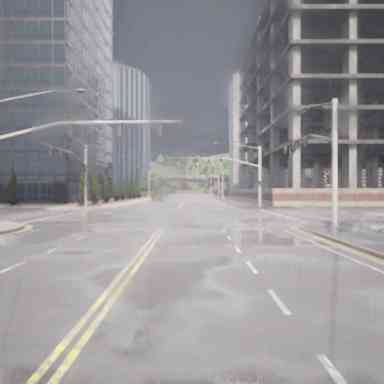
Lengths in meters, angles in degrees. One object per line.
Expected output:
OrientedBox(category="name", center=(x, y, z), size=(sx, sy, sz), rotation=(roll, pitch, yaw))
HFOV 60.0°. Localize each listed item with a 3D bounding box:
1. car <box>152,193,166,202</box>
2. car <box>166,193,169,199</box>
OrientedBox(category="car", center=(-7.010, 1.206, 67.463), size=(2.128, 1.511, 4.902), rotation=(0, 0, 0))
OrientedBox(category="car", center=(-7.008, 0.969, 82.926), size=(2.097, 1.767, 4.553), rotation=(0, 0, 0))
